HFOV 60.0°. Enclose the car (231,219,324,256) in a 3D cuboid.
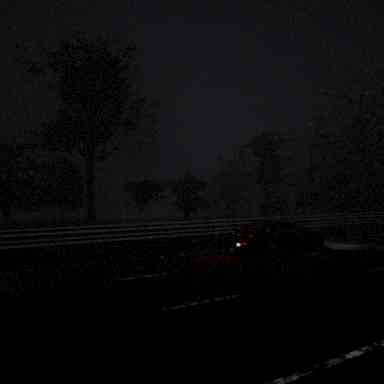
[{"bbox_3d":[4.157,2.068,15.870,4.892,1.490,1.837,0,-3,-29],"label":"car"}]
